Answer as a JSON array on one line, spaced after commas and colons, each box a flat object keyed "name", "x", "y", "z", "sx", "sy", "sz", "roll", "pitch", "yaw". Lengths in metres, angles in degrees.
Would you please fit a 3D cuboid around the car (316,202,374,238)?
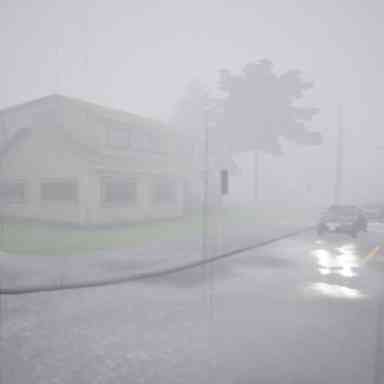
[{"name": "car", "x": 8.147, "y": 1.488, "z": 17.922, "sx": 2.128, "sy": 1.511, "sz": 4.902, "roll": 0, "pitch": 0, "yaw": 36}]

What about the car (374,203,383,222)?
[{"name": "car", "x": 14.300, "y": 1.543, "z": 26.483, "sx": 2.033, "sy": 1.411, "sz": 5.357, "roll": 0, "pitch": 0, "yaw": 36}]
